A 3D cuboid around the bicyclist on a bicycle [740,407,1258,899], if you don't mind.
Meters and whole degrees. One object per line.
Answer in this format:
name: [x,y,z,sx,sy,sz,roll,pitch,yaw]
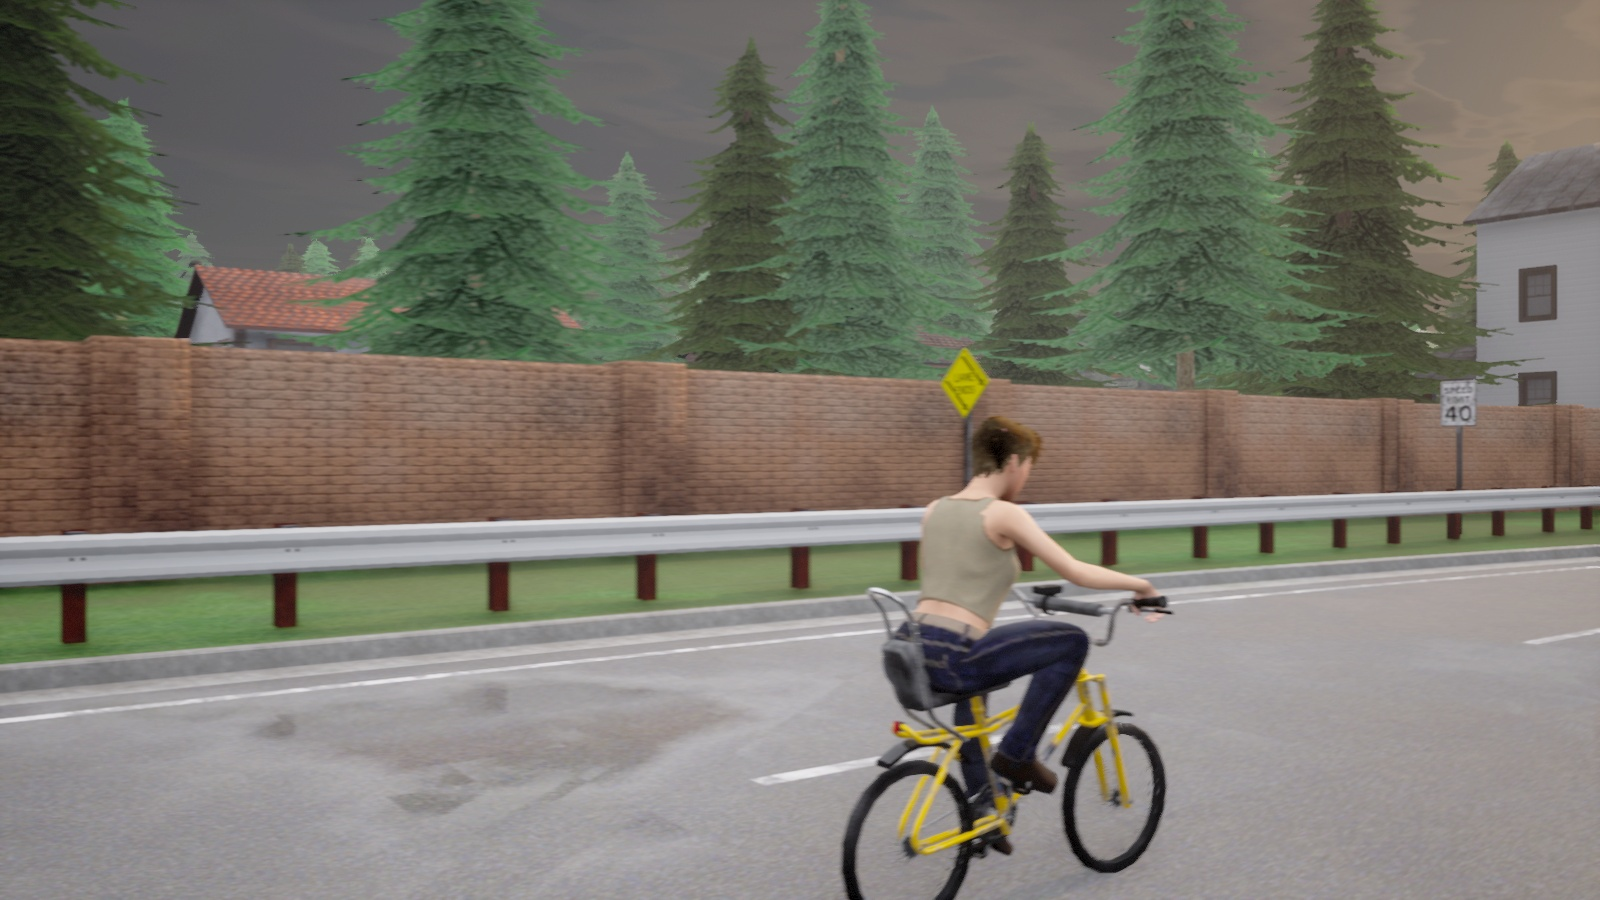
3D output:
bicyclist on a bicycle: [0.673,0.691,4.134,1.509,1.612,0.866,0,0,-36]
